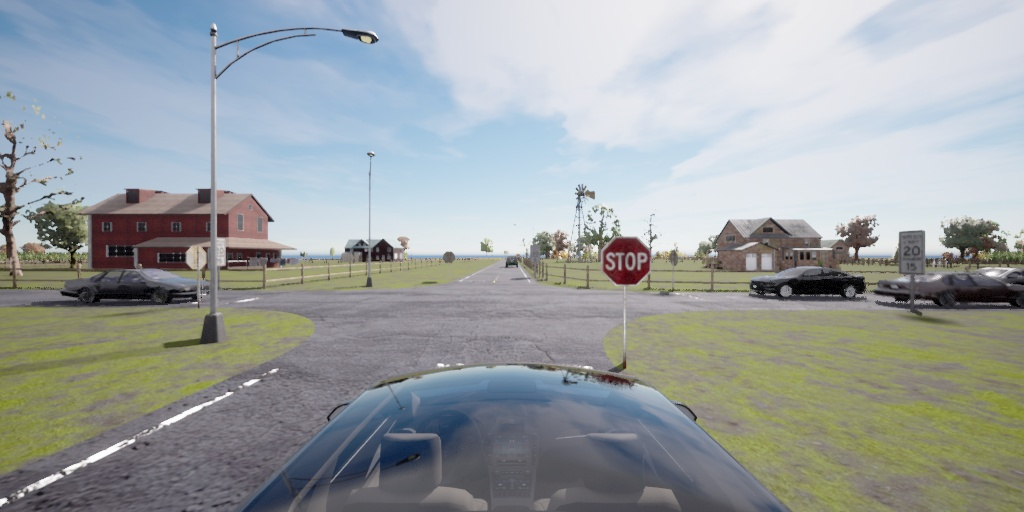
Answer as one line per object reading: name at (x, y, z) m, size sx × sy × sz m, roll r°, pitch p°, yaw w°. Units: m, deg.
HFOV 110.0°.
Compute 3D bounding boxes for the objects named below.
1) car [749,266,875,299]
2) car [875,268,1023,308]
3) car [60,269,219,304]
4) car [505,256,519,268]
car at (14.814, 1.283, 18.160) m, size 5.008 × 1.535 × 1.882 m, roll 0°, pitch 0°, yaw 0°
car at (18.812, 1.373, 15.246) m, size 5.357 × 1.411 × 2.033 m, roll 0°, pitch 0°, yaw 1°
car at (-15.911, 1.258, 15.439) m, size 5.357 × 1.411 × 2.033 m, roll 0°, pitch 0°, yaw 1°
car at (-0.012, 0.975, 62.364) m, size 2.150 × 2.045 × 5.566 m, roll 0°, pitch 0°, yaw 0°
